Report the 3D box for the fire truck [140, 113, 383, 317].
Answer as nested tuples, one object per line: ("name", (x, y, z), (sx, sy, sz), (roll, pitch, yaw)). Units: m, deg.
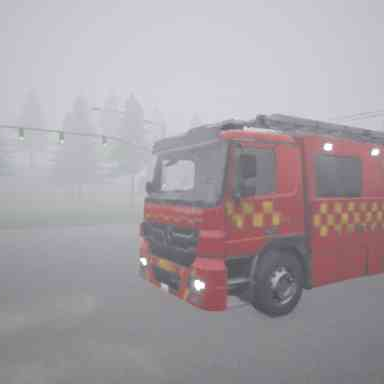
("fire truck", (3.074, 0.341, 8.480), (8.468, 3.827, 2.891), (0, 0, -32))
